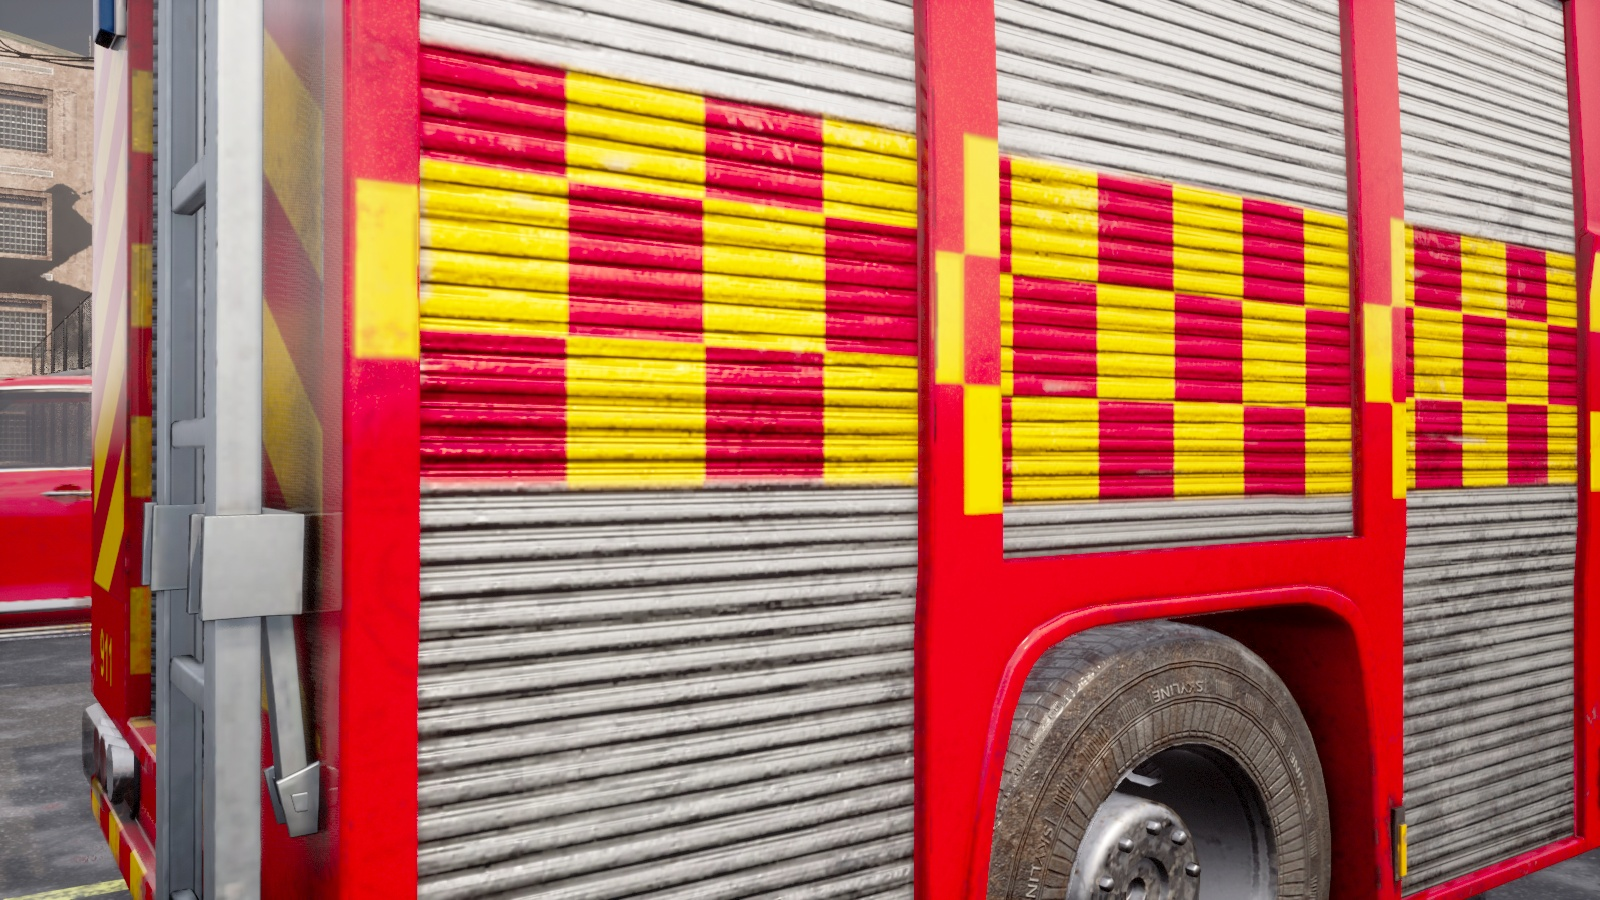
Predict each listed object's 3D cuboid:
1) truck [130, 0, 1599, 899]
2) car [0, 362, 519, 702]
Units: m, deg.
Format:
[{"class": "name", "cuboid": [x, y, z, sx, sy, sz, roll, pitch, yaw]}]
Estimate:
[{"class": "truck", "cuboid": [2.187, -0.412, 5.195, 8.468, 3.827, 2.891, 0, 0, -35]}, {"class": "car", "cuboid": [-4.993, 0.496, 8.677, 5.566, 2.045, 2.150, 0, 0, -31]}]
